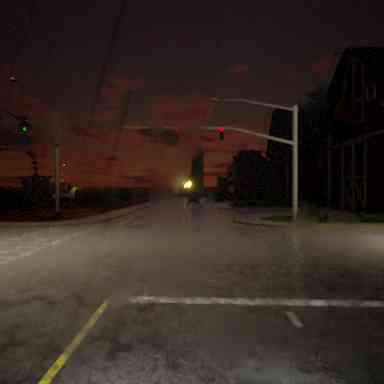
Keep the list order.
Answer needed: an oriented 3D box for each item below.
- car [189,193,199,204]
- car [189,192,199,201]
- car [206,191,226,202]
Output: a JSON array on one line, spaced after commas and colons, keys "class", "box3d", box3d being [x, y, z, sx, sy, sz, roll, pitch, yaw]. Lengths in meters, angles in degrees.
[{"class": "car", "box3d": [0.346, 1.276, 57.412, 2.033, 1.411, 5.357, -1, 0, 1]}, {"class": "car", "box3d": [0.419, 0.991, 70.804, 2.097, 1.767, 4.553, 0, 0, 0]}, {"class": "car", "box3d": [4.537, 0.909, 63.352, 1.905, 1.878, 3.866, -8, 4, -42]}]
